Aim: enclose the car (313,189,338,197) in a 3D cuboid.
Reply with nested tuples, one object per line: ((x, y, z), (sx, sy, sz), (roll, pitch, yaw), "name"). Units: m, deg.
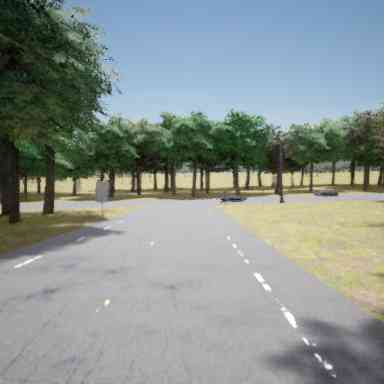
((27.676, 0.218, 69.023), (4.902, 1.511, 2.128), (-2, 3, 0), "car")

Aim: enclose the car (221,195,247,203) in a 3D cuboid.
((7.830, 1.238, 62.100), (4.718, 1.301, 1.895), (-1, 3, 0), "car")
